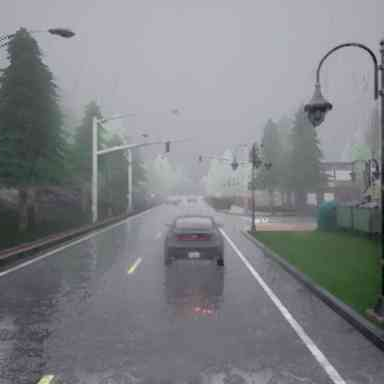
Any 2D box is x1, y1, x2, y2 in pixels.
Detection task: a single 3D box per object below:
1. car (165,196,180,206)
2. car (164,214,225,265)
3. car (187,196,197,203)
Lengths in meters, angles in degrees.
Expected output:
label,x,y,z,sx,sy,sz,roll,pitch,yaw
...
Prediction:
label,x,y,z,sx,sy,sz,roll,pitch,yaw
car,-3.549,1.639,58.199,1.812,1.442,4.674,0,0,1
car,0.072,1.527,11.685,1.837,1.490,4.892,0,0,0
car,-0.004,1.543,70.009,1.994,1.385,4.181,0,0,0
